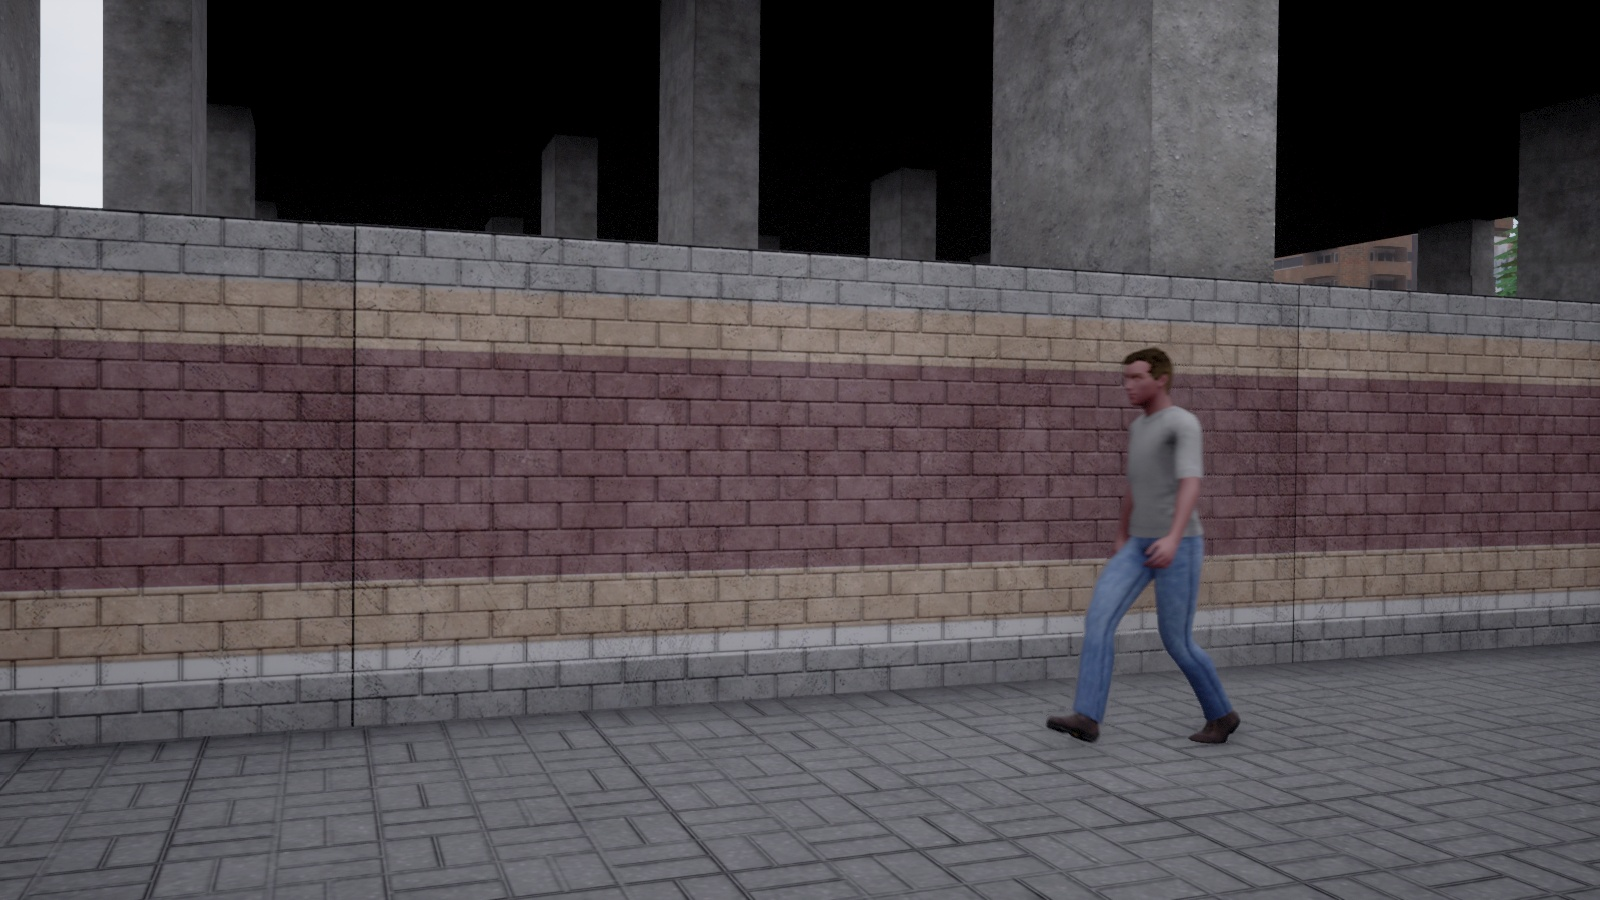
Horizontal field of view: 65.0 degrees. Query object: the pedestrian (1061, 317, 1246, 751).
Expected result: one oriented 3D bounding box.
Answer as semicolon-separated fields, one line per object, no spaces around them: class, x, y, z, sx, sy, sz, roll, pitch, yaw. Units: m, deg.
pedestrian;1.571;0.350;5.590;0.706;1.836;0.354;-1;1;-18
